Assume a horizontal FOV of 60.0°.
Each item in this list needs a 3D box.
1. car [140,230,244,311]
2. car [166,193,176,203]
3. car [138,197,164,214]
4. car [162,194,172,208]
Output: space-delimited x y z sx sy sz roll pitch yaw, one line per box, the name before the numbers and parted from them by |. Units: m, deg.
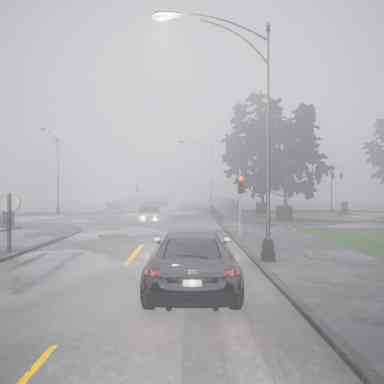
car | 0.002 1.564 7.826 1.994 1.385 4.181 0 0 0
car | -4.550 1.223 69.169 2.150 2.045 5.566 0 0 0
car | -4.371 1.564 34.745 1.994 1.385 4.181 0 0 0
car | -4.489 1.477 49.824 1.882 1.535 5.008 0 0 0
